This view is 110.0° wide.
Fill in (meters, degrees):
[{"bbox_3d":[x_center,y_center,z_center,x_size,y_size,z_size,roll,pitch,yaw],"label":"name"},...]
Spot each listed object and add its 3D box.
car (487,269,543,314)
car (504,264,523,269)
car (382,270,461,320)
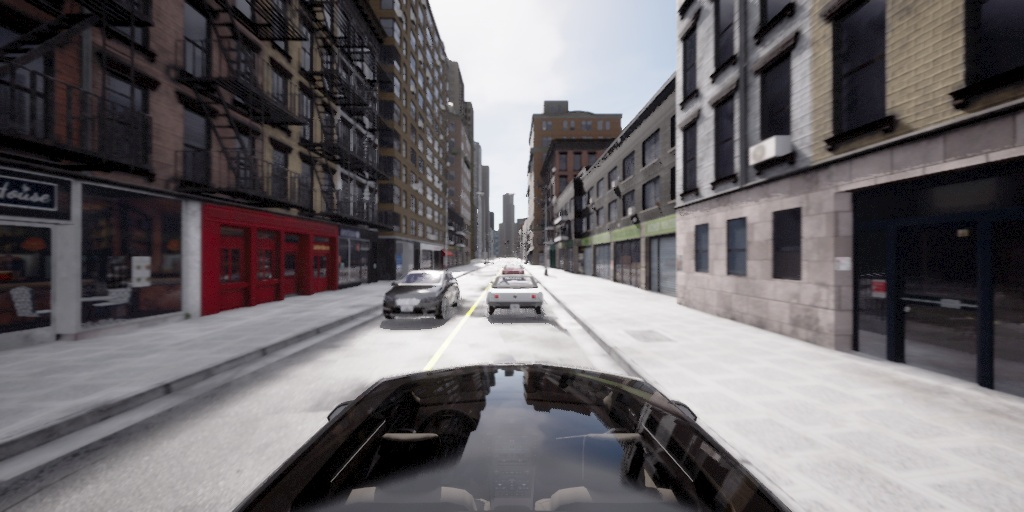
[{"bbox_3d":[0.101,1.360,13.918,1.895,1.301,4.718,0,0,0],"label":"car"},{"bbox_3d":[0.103,1.375,31.666,1.895,1.301,4.718,0,0,0],"label":"car"},{"bbox_3d":[-3.004,1.251,12.738,2.128,1.511,4.902,0,0,0],"label":"car"}]
